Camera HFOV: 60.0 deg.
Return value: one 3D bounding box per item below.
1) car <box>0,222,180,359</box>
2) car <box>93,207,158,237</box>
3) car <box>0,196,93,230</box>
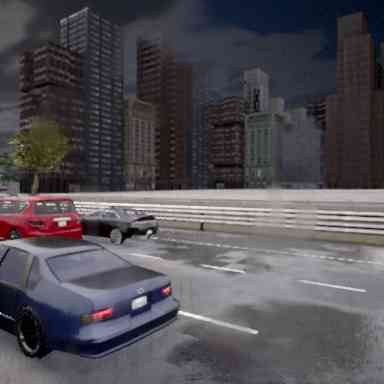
[{"bbox_3d":[-2.756,1.527,5.952,5.357,1.411,2.033,0,0,35],"label":"car"},{"bbox_3d":[-3.744,1.444,15.255,4.902,1.511,2.128,0,0,35],"label":"car"},{"bbox_3d":[-6.654,1.169,13.031,5.566,2.045,2.150,0,0,35],"label":"car"}]
